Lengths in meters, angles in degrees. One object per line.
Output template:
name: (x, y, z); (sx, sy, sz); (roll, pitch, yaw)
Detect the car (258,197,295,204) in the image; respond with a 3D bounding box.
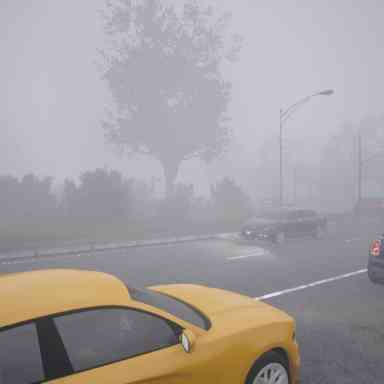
car: (10.790, 1.474, 43.834); (1.882, 1.535, 5.008); (0, 0, -32)

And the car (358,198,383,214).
car: (20.446, 1.477, 35.069); (1.882, 1.535, 5.008); (0, 0, -32)

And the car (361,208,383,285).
car: (6.406, 1.352, 8.288); (4.553, 1.767, 2.097); (0, 0, -35)

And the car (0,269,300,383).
car: (-1.116, 1.478, 2.952); (5.008, 1.535, 1.882); (0, 0, -35)

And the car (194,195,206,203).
car: (2.330, 1.417, 63.322); (2.128, 1.511, 4.902); (0, 0, -34)

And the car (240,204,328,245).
car: (4.398, 1.505, 15.667); (4.892, 1.490, 1.837); (0, 0, -35)

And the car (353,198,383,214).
car: (18.123, 1.351, 32.183); (2.097, 1.767, 4.553); (0, 0, -32)
